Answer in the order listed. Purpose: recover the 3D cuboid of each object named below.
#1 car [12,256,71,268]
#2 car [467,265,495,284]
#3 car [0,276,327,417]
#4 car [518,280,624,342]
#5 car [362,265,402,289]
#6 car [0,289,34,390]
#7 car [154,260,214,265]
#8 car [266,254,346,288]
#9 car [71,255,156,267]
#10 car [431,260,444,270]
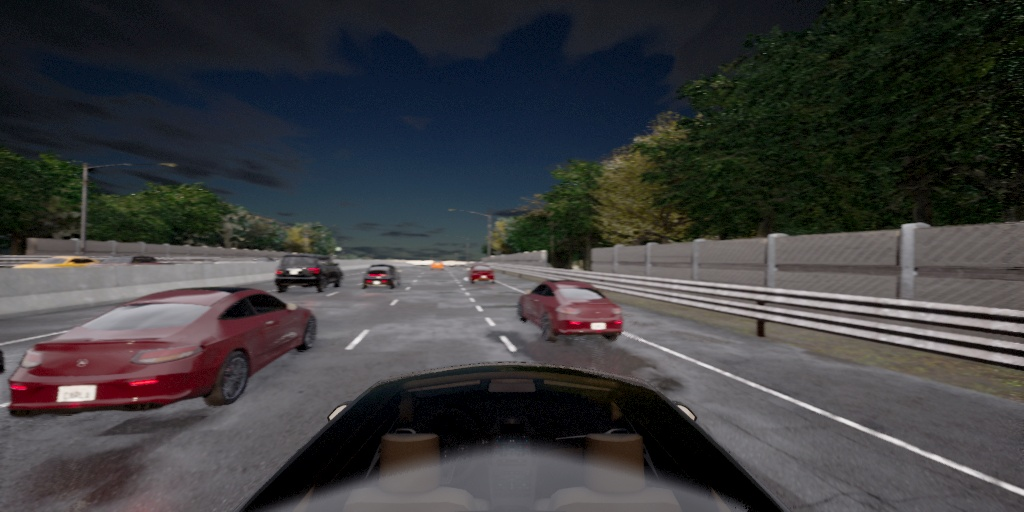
[{"bbox_3d":[-30.205,0.774,24.181,1.882,1.535,5.008,1,0,-12],"label":"car"},{"bbox_3d":[-2.676,1.456,30.276,1.882,1.535,5.008,1,0,-12],"label":"car"},{"bbox_3d":[-4.780,1.218,5.818,1.812,1.442,4.674,1,-1,-12],"label":"car"},{"bbox_3d":[1.457,1.408,10.224,1.812,1.442,4.674,1,-1,-12],"label":"car"},{"bbox_3d":[-8.390,1.295,23.334,1.837,1.490,4.892,1,0,-12],"label":"car"},{"bbox_3d":[-7.807,1.158,3.171,1.994,1.385,4.181,1,-1,-12],"label":"car"},{"bbox_3d":[-23.604,1.070,26.803,1.895,1.301,4.718,1,0,-12],"label":"car"},{"bbox_3d":[-11.352,0.918,20.401,2.150,2.045,5.566,1,0,-12],"label":"car"},{"bbox_3d":[-26.753,0.732,24.784,2.097,1.767,4.553,1,0,-12],"label":"car"},{"bbox_3d":[-12.928,1.497,62.167,2.097,1.767,4.553,1,-1,-12],"label":"car"}]
